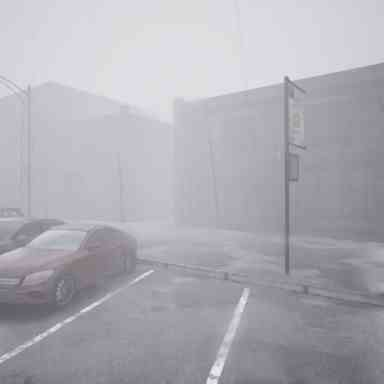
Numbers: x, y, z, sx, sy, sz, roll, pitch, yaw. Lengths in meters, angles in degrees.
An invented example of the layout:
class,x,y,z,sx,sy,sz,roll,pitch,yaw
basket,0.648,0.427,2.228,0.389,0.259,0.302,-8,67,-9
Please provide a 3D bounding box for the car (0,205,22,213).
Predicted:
class,x,y,z,sx,sy,sz,roll,pitch,yaw
car,-7.752,1.366,11.674,2.185,1.767,4.553,1,-1,16

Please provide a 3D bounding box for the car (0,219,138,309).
class,x,y,z,sx,sy,sz,roll,pitch,yaw
car,-2.882,1.527,8.148,2.002,1.452,4.674,1,-1,16

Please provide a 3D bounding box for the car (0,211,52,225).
class,x,y,z,sx,sy,sz,roll,pitch,yaw
car,-5.332,1.517,9.866,2.163,1.488,4.792,1,-1,16
